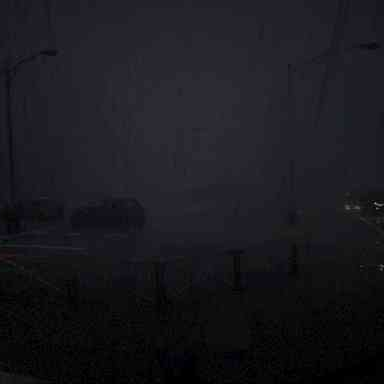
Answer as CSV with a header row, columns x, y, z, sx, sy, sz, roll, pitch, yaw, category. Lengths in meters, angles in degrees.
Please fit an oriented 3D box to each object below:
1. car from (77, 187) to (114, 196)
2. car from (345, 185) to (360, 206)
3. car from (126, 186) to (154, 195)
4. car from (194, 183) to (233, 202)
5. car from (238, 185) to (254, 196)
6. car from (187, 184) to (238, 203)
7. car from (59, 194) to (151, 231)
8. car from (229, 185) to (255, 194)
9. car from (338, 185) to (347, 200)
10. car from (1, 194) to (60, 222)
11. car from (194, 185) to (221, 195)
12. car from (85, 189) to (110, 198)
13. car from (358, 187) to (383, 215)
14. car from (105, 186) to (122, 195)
x,y,z,sx,sy,sz,roll,pitch,yaw,category
-13.599,0.480,45.740,4.514,1.523,2.007,-1,2,19,car
14.610,0.389,28.445,1.994,1.385,4.181,-1,2,19,car
-8.949,-0.150,57.302,4.605,1.855,1.932,-1,2,19,car
2.421,0.046,36.644,3.866,1.878,1.905,-1,2,19,car
6.513,-0.306,48.761,5.027,1.636,2.152,-1,2,19,car
1.883,0.156,33.761,4.605,1.855,1.932,-1,2,19,car
-4.181,1.057,16.215,3.633,1.501,1.845,-1,2,19,car
8.261,-0.436,54.944,3.806,1.475,1.970,-1,2,19,car
16.514,0.130,34.092,1.837,1.490,4.892,-1,2,19,car
-10.256,1.103,21.415,3.806,1.475,1.970,-1,2,19,car
2.758,-0.364,60.672,4.514,1.523,2.007,-1,2,19,car
-16.984,0.269,59.990,3.806,1.475,1.970,-1,2,19,car
12.155,0.588,21.186,1.837,1.490,4.892,-1,1,19,car
-15.350,-0.137,62.935,3.866,1.878,1.905,-1,2,19,car
